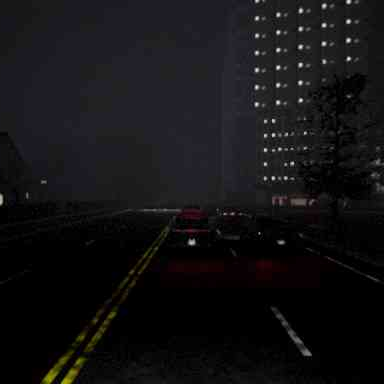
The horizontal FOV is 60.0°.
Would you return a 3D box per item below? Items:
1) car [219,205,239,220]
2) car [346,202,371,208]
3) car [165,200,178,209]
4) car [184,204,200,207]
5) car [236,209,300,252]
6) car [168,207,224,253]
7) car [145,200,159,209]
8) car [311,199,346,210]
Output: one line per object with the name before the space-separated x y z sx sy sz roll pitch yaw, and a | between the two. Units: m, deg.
car | 3.245 1.820 28.982 2.033 1.411 5.357 0 -1 0
car | 31.035 2.335 62.345 4.403 1.369 2.008 0 1 20
car | -3.265 2.058 54.308 1.812 1.442 4.674 0 -1 0
car | 0.002 1.755 29.482 1.882 1.535 5.008 0 0 0
car | 3.254 1.659 14.381 1.812 1.442 4.674 0 0 0
car | 0.003 1.625 14.291 2.128 1.511 4.902 0 0 0
car | -6.511 2.083 54.691 2.033 1.411 5.357 0 -1 0
car | 23.002 2.204 56.890 5.009 1.841 2.192 0 1 20
